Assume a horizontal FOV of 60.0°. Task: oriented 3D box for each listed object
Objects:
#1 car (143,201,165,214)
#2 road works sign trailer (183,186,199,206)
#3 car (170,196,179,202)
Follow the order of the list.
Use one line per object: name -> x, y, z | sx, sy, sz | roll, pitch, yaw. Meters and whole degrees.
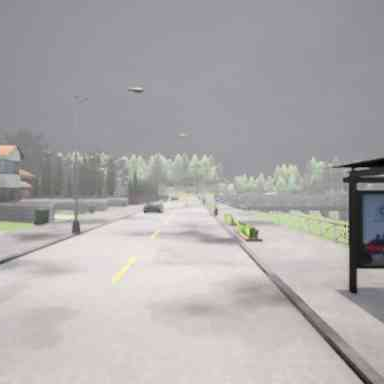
car -> -4.094, 1.703, 36.189 | 1.895, 1.301, 4.718 | 0, 0, 0
road works sign trailer -> -0.002, 0.628, 57.725 | 2.380, 3.560, 2.880 | 0, 0, 0
car -> -4.002, 1.565, 77.505 | 2.033, 1.411, 5.357 | 0, 0, 0
